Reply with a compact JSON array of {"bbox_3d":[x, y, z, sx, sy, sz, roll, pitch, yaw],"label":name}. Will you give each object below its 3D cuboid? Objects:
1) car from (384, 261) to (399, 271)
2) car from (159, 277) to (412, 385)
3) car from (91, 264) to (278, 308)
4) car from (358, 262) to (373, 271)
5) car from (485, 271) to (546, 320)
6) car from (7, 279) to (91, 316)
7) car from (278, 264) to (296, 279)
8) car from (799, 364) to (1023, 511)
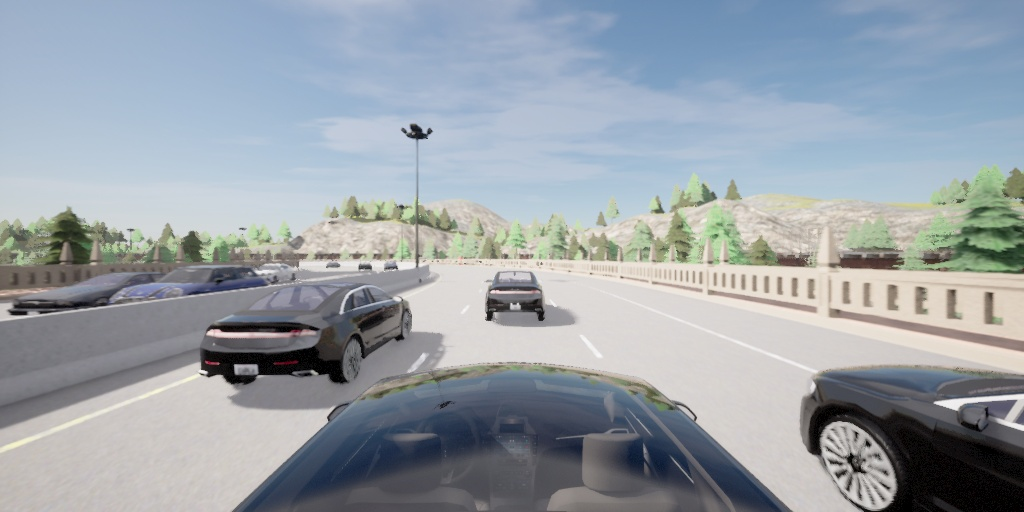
[{"bbox_3d":[-17.872,1.464,53.105,2.033,1.411,5.357,0,0,-22],"label":"car"},{"bbox_3d":[-3.401,1.247,7.015,2.128,1.511,4.902,0,0,0],"label":"car"},{"bbox_3d":[-10.651,1.115,12.281,2.097,1.767,4.553,0,0,-1],"label":"car"},{"bbox_3d":[-21.523,1.526,52.643,1.895,1.301,4.718,0,0,-23],"label":"car"},{"bbox_3d":[0.095,1.256,12.623,2.128,1.511,4.902,0,0,0],"label":"car"},{"bbox_3d":[-14.112,1.312,13.223,2.033,1.411,5.357,0,0,0],"label":"car"},{"bbox_3d":[-18.353,1.330,27.585,1.812,1.442,4.674,0,0,-8],"label":"car"},{"bbox_3d":[3.600,1.242,1.349,2.128,1.511,4.902,0,0,0],"label":"car"}]
